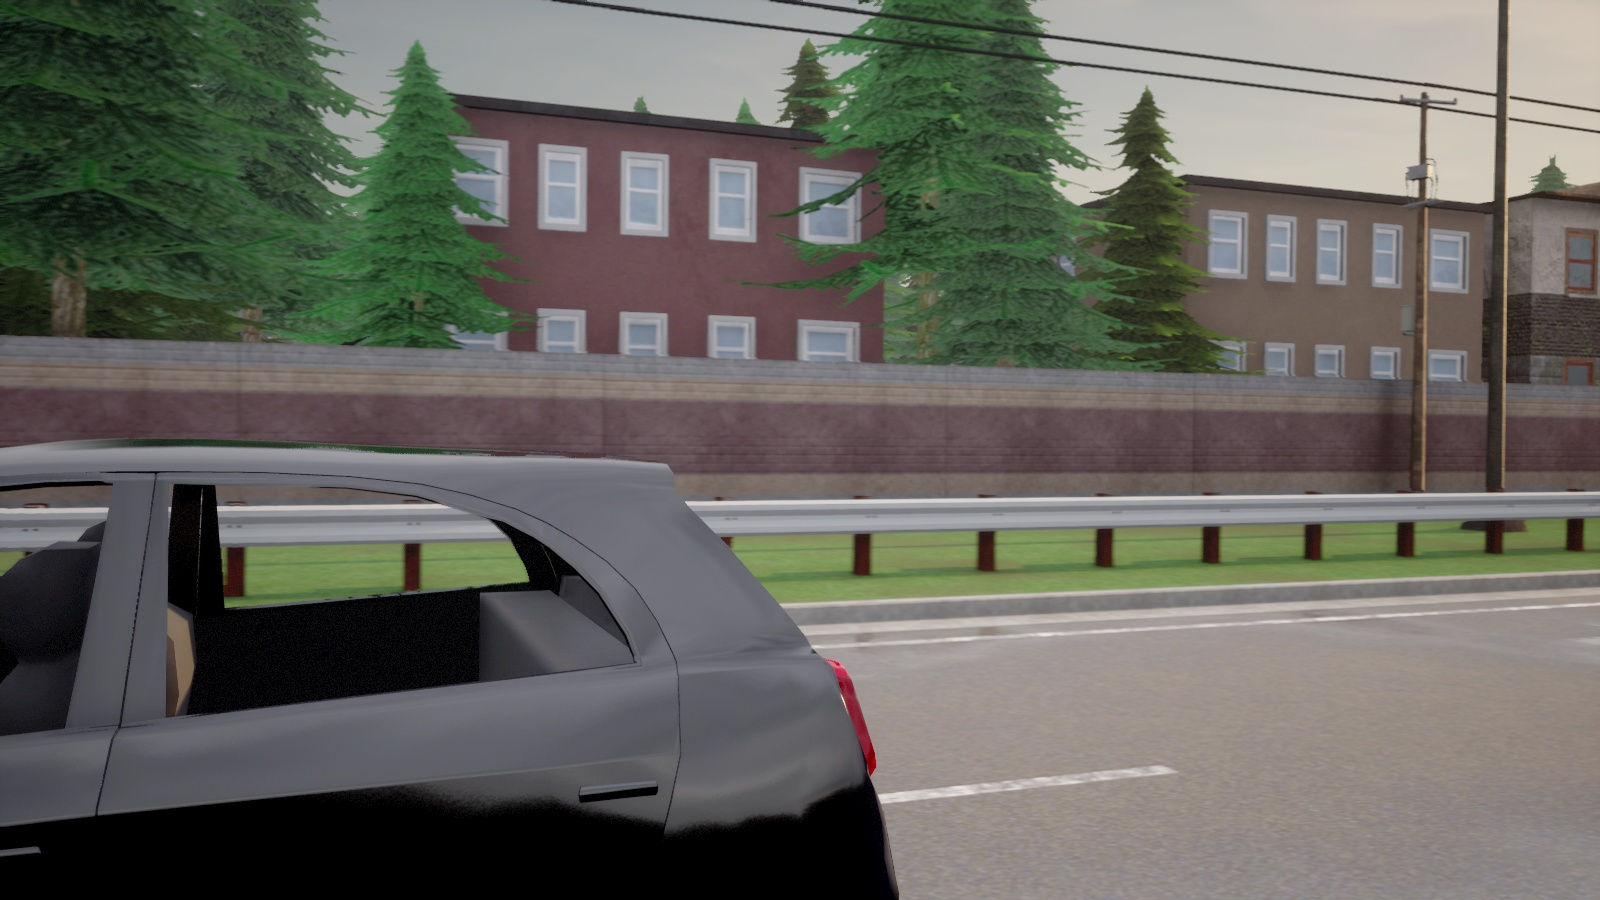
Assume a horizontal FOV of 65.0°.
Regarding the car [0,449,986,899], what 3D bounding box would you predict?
[{"bbox_3d":[-1.672,0.788,2.604,3.633,1.501,1.845,-1,1,-21],"label":"car"}]
